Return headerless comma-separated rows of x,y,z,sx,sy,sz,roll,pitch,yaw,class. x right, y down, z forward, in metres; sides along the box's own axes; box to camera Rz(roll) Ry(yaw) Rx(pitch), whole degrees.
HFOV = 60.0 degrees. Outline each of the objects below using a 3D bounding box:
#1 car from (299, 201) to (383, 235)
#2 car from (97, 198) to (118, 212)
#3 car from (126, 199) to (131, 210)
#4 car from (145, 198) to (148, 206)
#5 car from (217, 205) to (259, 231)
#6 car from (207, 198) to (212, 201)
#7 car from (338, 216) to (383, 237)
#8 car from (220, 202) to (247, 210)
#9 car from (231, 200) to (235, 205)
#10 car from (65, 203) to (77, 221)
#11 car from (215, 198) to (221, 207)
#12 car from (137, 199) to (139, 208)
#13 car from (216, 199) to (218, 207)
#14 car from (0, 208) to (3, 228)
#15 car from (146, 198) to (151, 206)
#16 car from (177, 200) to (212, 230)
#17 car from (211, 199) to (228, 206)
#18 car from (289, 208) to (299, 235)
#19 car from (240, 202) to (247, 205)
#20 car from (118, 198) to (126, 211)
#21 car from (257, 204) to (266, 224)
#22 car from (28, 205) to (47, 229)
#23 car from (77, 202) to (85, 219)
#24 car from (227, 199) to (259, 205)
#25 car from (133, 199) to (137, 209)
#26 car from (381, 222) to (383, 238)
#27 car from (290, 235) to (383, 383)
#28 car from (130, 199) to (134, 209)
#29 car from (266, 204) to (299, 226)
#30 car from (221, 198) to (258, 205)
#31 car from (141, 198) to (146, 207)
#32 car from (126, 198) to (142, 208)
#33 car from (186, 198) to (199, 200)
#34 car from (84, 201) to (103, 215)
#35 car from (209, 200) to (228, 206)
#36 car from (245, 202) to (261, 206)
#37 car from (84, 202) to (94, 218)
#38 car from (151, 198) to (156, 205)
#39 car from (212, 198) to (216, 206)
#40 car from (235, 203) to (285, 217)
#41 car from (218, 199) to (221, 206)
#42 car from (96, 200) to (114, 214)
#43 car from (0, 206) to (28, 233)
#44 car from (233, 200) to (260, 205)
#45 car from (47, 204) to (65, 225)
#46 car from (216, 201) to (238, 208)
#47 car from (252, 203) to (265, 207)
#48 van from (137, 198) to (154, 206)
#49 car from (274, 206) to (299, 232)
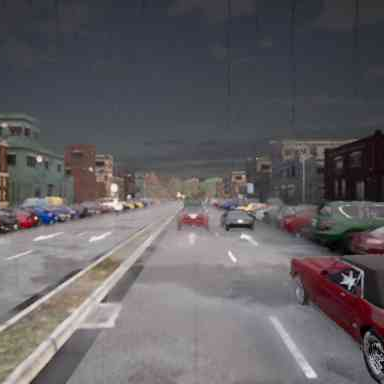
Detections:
7.654,1.397,13.561,5.566,2.045,2.435,0,-1,0,car
-12.784,2.007,44.634,4.553,1.767,2.185,0,-1,0,car
-12.715,2.312,53.003,4.792,1.488,2.163,0,-1,0,car
-12.740,2.650,72.446,4.892,1.521,2.231,0,-1,0,car
3.075,1.864,23.152,1.994,1.385,4.181,0,-1,0,car
7.479,2.718,88.004,5.566,2.045,2.435,0,-1,0,car
7.626,1.653,10.800,4.674,1.452,2.002,0,-1,0,car
7.531,2.474,60.426,4.674,1.452,2.002,0,-1,0,car
7.620,2.097,41.130,4.792,1.488,2.163,0,-1,0,car
-12.772,1.861,27.995,4.892,1.521,2.231,0,-1,0,car
7.486,2.421,65.944,4.553,1.767,2.185,0,-1,0,car
-12.766,2.468,61.337,4.792,1.488,2.163,0,-1,0,car
7.522,2.533,63.313,4.674,1.452,2.002,0,-1,0,car
-12.781,1.695,16.754,5.008,1.535,2.097,0,-1,0,car
-12.724,2.449,75.230,5.566,2.045,2.435,0,-1,0,car
0.075,1.657,23.491,2.097,1.767,4.553,0,-1,0,car
7.474,2.890,90.637,4.553,1.767,2.185,0,-1,0,car
7.594,1.714,16.316,4.792,1.488,2.163,0,-1,0,car
7.576,1.958,32.855,4.792,1.488,2.163,0,-1,0,car
-12.777,1.930,47.449,5.566,2.045,2.435,0,-1,0,car
7.644,1.830,24.584,4.792,1.488,2.163,0,-1,0,car
-12.800,1.804,22.311,4.792,1.488,2.163,0,-1,0,car
-12.761,1.942,30.648,4.674,1.452,2.002,0,-1,0,car
7.768,2.112,43.889,5.366,1.575,1.946,0,-1,0,car
-12.925,2.383,58.560,5.366,1.575,1.946,0,-1,0,car
7.661,1.608,8.044,4.792,1.488,2.163,0,-1,0,car
3.094,1.665,5.337,1.895,1.301,4.718,0,-1,0,car
-12.712,2.363,55.780,4.792,1.488,2.163,0,-1,0,car
7.586,1.635,21.830,4.553,1.767,2.185,0,-1,0,car
7.538,1.965,49.405,5.566,2.045,2.435,0,-1,0,car
-12.745,2.596,69.667,5.008,1.535,2.097,0,-1,0,car
-12.740,2.489,63.993,5.008,1.535,2.097,0,-1,0,car
0.045,1.807,41.177,2.150,2.045,5.566,0,-1,0,car
-12.766,1.992,36.207,4.892,1.521,2.231,0,-1,0,car
7.429,3.064,93.391,5.008,1.535,2.097,0,-1,0,car
7.579,1.914,30.100,4.792,1.488,2.163,0,-1,0,car
-12.791,1.975,33.427,4.792,1.488,2.163,0,-1,0,car
-12.777,2.956,89.121,4.892,1.521,2.231,0,-1,0,car
7.480,2.351,68.703,5.566,2.045,2.435,0,-1,0,car
7.785,2.016,38.375,5.366,1.575,1.946,0,-1,0,car
7.536,2.378,57.670,5.008,1.535,2.097,0,-1,0,car
-12.751,2.123,41.762,4.674,1.452,2.002,0,-1,0,car
-12.767,1.736,19.534,4.892,1.521,2.231,0,-1,0,car
7.418,1.970,35.612,5.366,1.575,1.946,0,-1,0,car
-12.763,1.818,25.216,5.008,1.535,2.097,0,-1,0,car
7.503,2.697,71.455,4.674,1.452,2.002,0,-1,0,car
7.609,1.883,27.378,4.674,1.452,2.002,0,-1,0,car
-12.906,2.779,91.904,4.442,1.987,1.878,0,-1,0,van
7.615,1.722,19.072,5.008,1.535,2.097,0,-1,0,car
